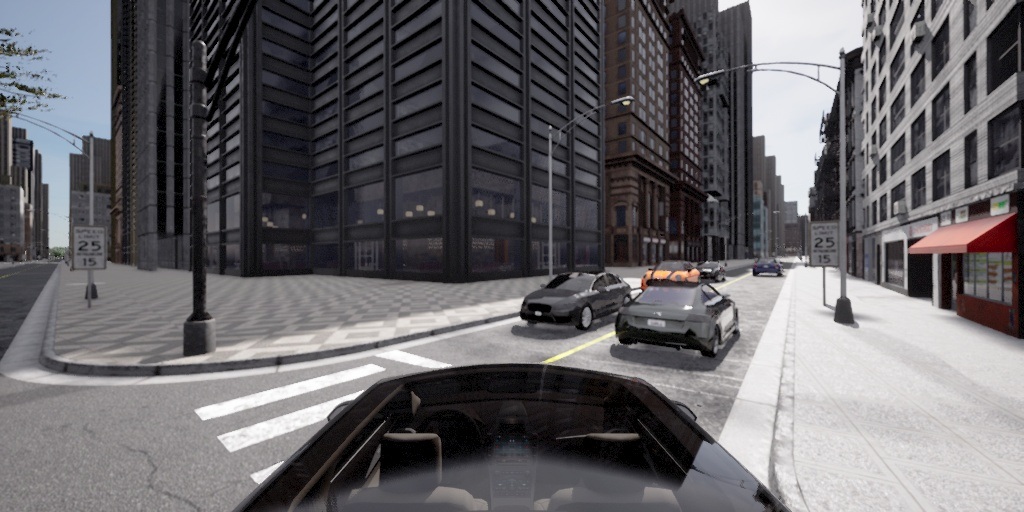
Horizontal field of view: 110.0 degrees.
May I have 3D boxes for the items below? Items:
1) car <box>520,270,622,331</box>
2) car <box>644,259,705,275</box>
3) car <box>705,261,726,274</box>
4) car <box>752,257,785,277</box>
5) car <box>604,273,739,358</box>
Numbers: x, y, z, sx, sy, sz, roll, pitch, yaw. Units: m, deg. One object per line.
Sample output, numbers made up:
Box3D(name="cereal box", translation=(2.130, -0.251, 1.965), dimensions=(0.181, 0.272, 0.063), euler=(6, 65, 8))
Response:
Box3D(name="car", translation=(2.186, 1.232, 11.219), dimensions=(1.837, 1.490, 4.892), euler=(0, 0, 38))
Box3D(name="car", translation=(8.578, 1.037, 19.274), dimensions=(2.097, 1.767, 4.553), euler=(0, 0, 39))
Box3D(name="car", translation=(14.952, 1.147, 27.291), dimensions=(1.837, 1.490, 4.892), euler=(0, 0, 39))
Box3D(name="car", translation=(23.917, 0.935, 33.523), dimensions=(2.097, 1.767, 4.553), euler=(0, 0, 39))
Box3D(name="car", translation=(4.084, 1.282, 8.622), dimensions=(1.994, 1.385, 4.181), euler=(0, 0, 38))
